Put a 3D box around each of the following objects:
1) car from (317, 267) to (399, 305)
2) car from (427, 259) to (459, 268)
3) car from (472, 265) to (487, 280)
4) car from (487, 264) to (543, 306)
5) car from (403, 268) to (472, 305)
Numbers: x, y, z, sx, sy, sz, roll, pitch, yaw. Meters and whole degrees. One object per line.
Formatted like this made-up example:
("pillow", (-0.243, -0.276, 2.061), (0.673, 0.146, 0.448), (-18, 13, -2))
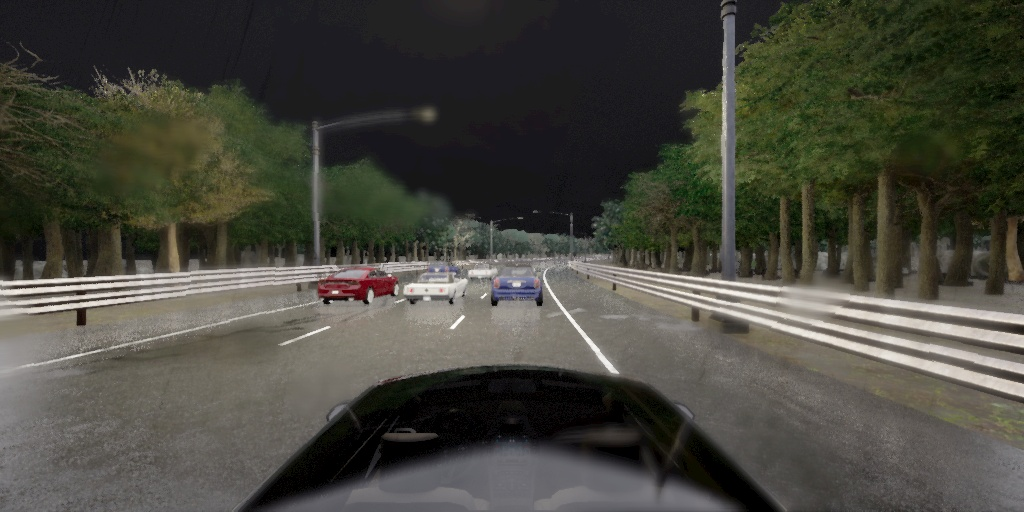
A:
("car", (-6.732, 1.247, 16.307), (1.882, 1.535, 5.008), (0, 0, 2))
("car", (-5.920, 1.148, 31.190), (2.097, 1.767, 4.553), (0, 0, 4))
("car", (-2.425, 1.400, 30.995), (1.895, 1.301, 4.718), (0, 0, 4))
("car", (0.263, 1.130, 16.023), (2.097, 1.767, 4.553), (0, 0, 2))
("car", (-3.233, 1.379, 16.209), (1.895, 1.301, 4.718), (0, 0, 2))
